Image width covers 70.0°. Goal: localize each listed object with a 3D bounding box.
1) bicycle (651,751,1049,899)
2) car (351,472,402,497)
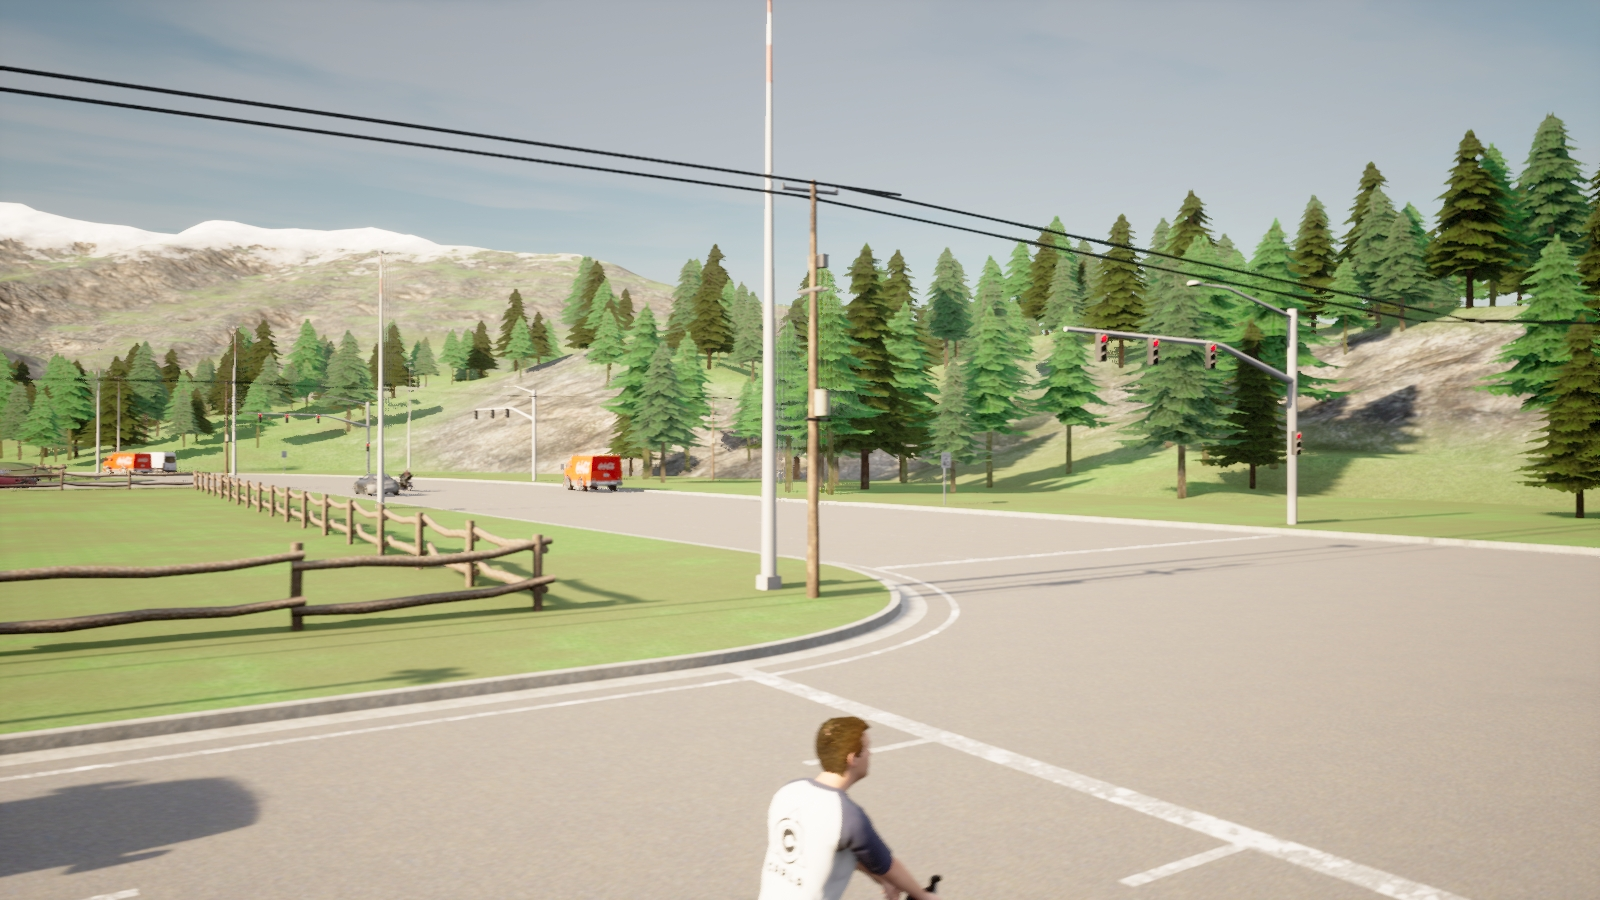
[{"bbox_3d":[0.244,2.059,4.373,1.643,1.496,0.373,1,0,-36],"label":"bicycle"},{"bbox_3d":[-26.474,2.133,71.351,1.994,1.385,4.181,0,0,-35],"label":"car"}]
